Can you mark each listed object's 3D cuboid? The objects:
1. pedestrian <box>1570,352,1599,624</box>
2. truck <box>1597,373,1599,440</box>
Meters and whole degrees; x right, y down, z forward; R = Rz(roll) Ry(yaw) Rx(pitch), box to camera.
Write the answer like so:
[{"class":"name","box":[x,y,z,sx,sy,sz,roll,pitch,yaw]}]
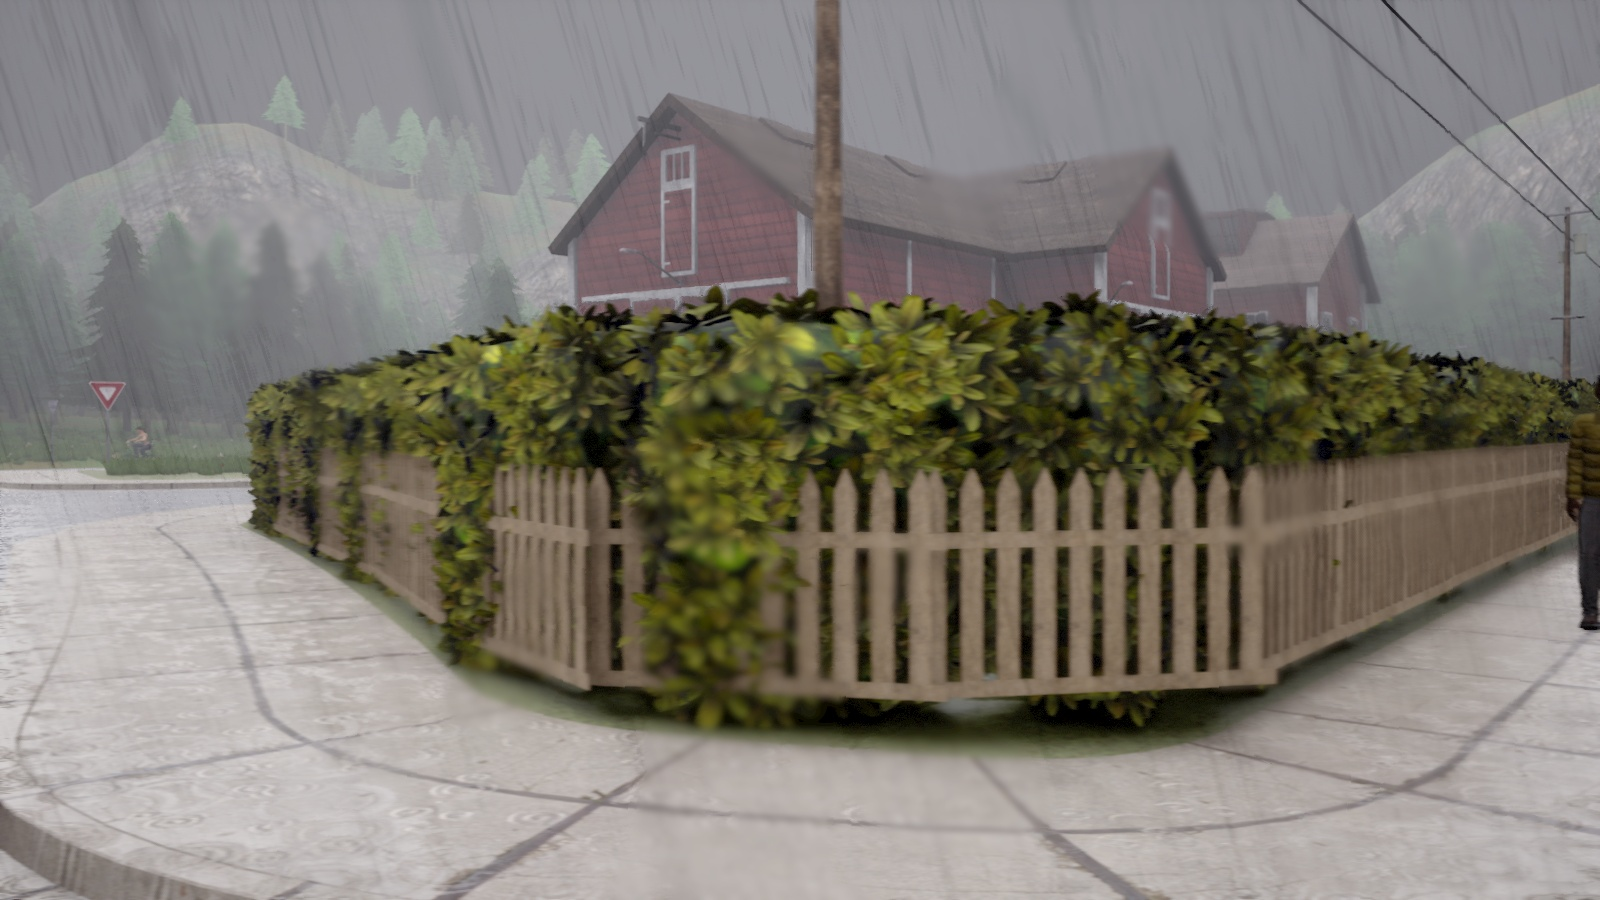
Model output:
[{"class":"pedestrian","box":[5.653,0.247,8.723,0.431,1.840,0.709,-1,1,38]},{"class":"truck","box":[45.197,-2.293,63.539,7.936,3.462,2.891,-1,1,39]}]
